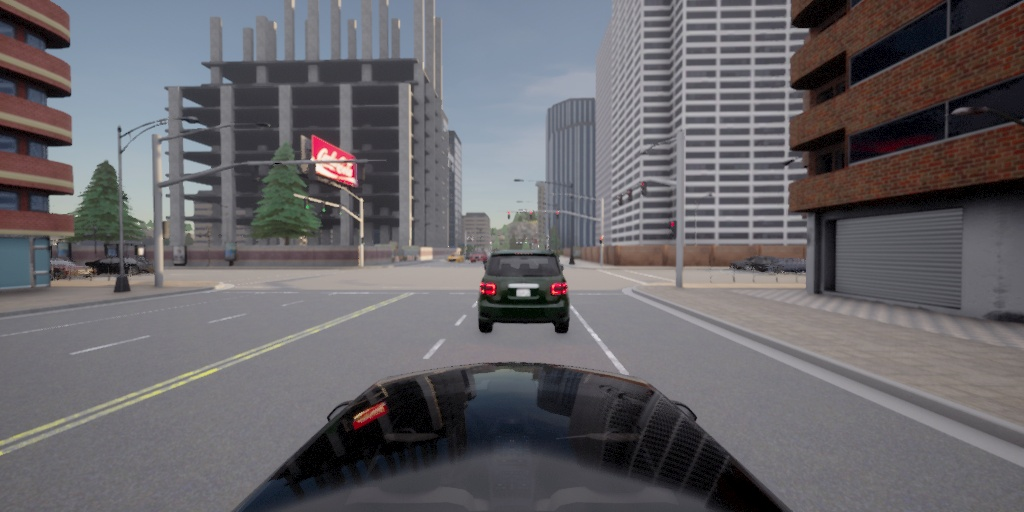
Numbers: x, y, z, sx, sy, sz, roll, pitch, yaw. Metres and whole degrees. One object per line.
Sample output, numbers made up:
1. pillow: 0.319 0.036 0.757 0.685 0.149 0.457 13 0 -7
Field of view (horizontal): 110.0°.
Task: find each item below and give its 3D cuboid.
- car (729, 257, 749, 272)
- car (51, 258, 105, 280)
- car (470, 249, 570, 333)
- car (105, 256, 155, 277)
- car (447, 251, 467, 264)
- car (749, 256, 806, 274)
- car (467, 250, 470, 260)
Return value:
1. car: 23.277 0.711 33.901 4.892 1.490 1.837 0 1 2
2. car: -31.875 0.909 24.993 4.674 1.442 1.812 0 1 2
3. car: 0.337 0.830 10.307 2.150 2.045 5.566 0 1 2
4. car: -30.690 0.804 28.456 5.008 1.535 1.882 0 1 2
5. car: -8.626 0.356 54.876 1.882 1.535 5.008 0 1 2
6. car: 23.118 0.828 30.405 4.181 1.385 1.994 0 1 2
7. car: -5.105 0.085 55.483 2.150 2.045 5.566 0 1 2
